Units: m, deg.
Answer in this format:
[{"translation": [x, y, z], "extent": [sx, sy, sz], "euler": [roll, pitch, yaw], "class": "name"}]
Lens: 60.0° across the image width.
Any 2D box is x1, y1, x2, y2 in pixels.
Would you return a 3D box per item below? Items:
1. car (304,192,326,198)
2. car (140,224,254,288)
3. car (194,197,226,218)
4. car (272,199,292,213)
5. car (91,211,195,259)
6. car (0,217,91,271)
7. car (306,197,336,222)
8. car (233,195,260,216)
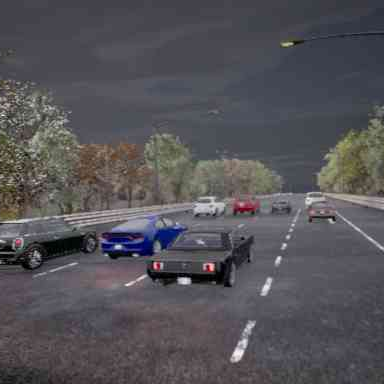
[{"translation": [14.483, 1.019, 39.012], "extent": [2.150, 2.045, 5.566], "euler": [-3, 0, 19], "class": "car"}, {"translation": [0.553, 1.685, 9.534], "extent": [1.895, 1.301, 4.718], "euler": [-3, -1, 19], "class": "car"}, {"translation": [1.957, 1.540, 35.020], "extent": [2.150, 2.045, 5.566], "euler": [-3, 0, 20], "class": "car"}, {"translation": [9.727, 1.466, 35.982], "extent": [2.128, 1.511, 4.902], "euler": [-3, -1, 19], "class": "car"}, {"translation": [-1.705, 1.713, 13.685], "extent": [1.882, 1.535, 5.008], "euler": [-3, -1, 19], "class": "car"}, {"translation": [-5.676, 1.761, 12.924], "extent": [2.097, 1.767, 4.553], "euler": [-3, -1, 19], "class": "car"}, {"translation": [9.524, 1.393, 24.684], "extent": [2.033, 1.411, 5.357], "euler": [-3, -1, 18], "class": "car"}, {"translation": [5.827, 1.370, 35.472], "extent": [2.150, 2.045, 5.566], "euler": [-3, 0, 20], "class": "car"}]
